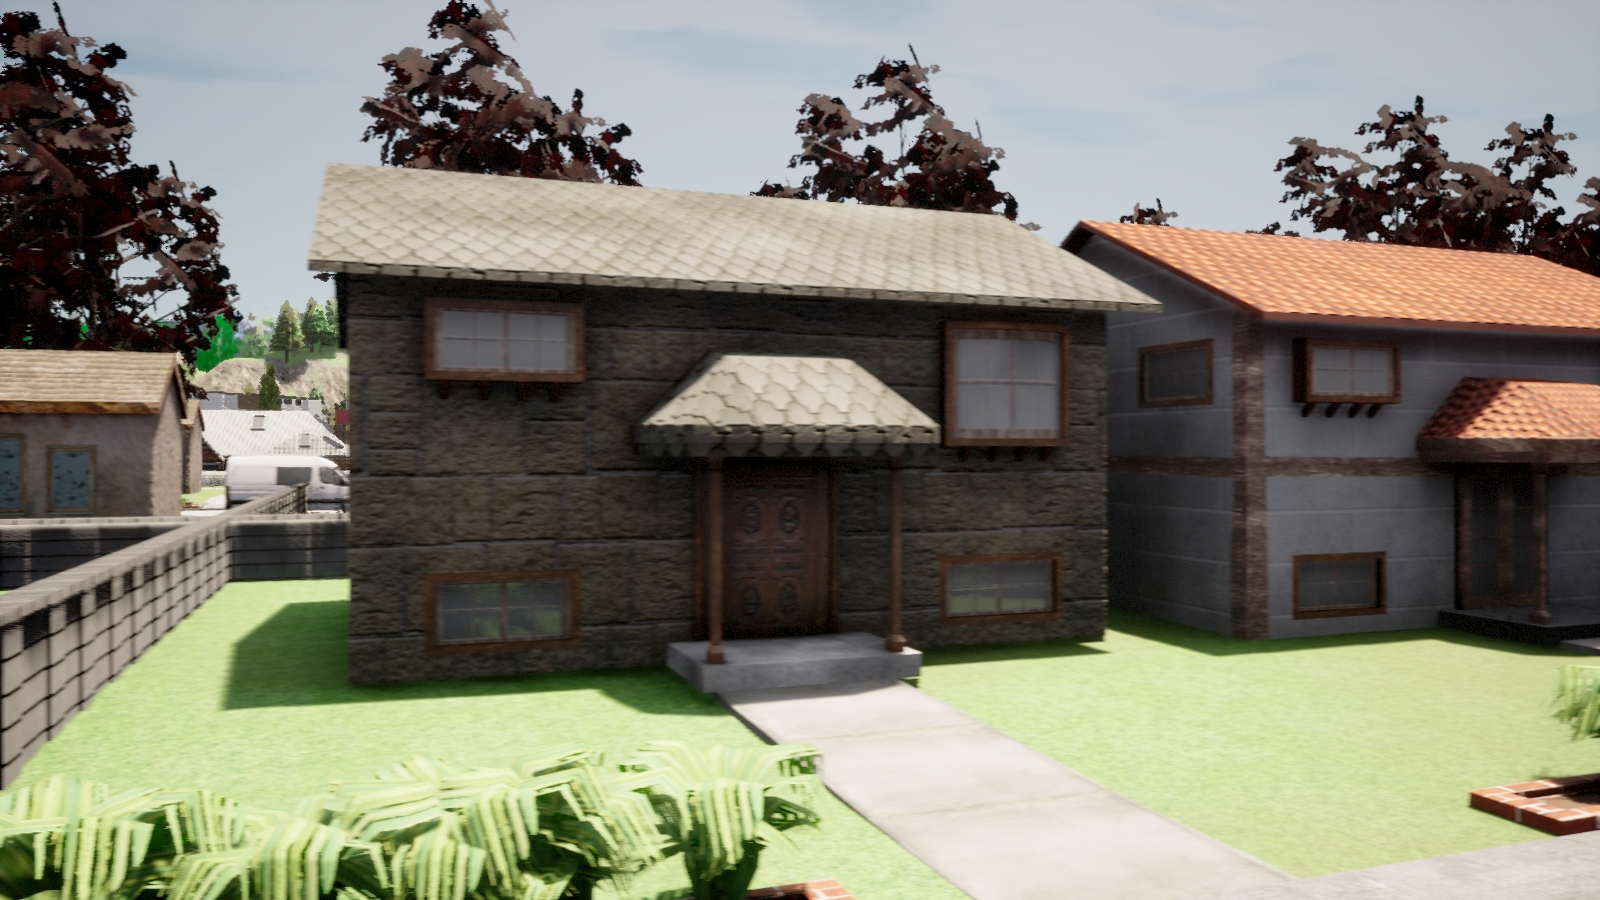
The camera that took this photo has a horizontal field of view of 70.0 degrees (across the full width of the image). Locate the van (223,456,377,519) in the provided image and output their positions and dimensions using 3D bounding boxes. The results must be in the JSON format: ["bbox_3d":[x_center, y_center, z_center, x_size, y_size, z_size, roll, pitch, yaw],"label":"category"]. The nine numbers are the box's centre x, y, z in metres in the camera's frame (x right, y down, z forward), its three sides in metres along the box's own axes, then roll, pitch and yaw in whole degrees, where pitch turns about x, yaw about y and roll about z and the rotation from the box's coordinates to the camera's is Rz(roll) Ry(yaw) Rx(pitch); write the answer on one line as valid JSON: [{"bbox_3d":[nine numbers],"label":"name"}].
[{"bbox_3d":[-21.228,1.534,48.797,5.915,2.561,1.988,0,0,-20],"label":"van"}]
